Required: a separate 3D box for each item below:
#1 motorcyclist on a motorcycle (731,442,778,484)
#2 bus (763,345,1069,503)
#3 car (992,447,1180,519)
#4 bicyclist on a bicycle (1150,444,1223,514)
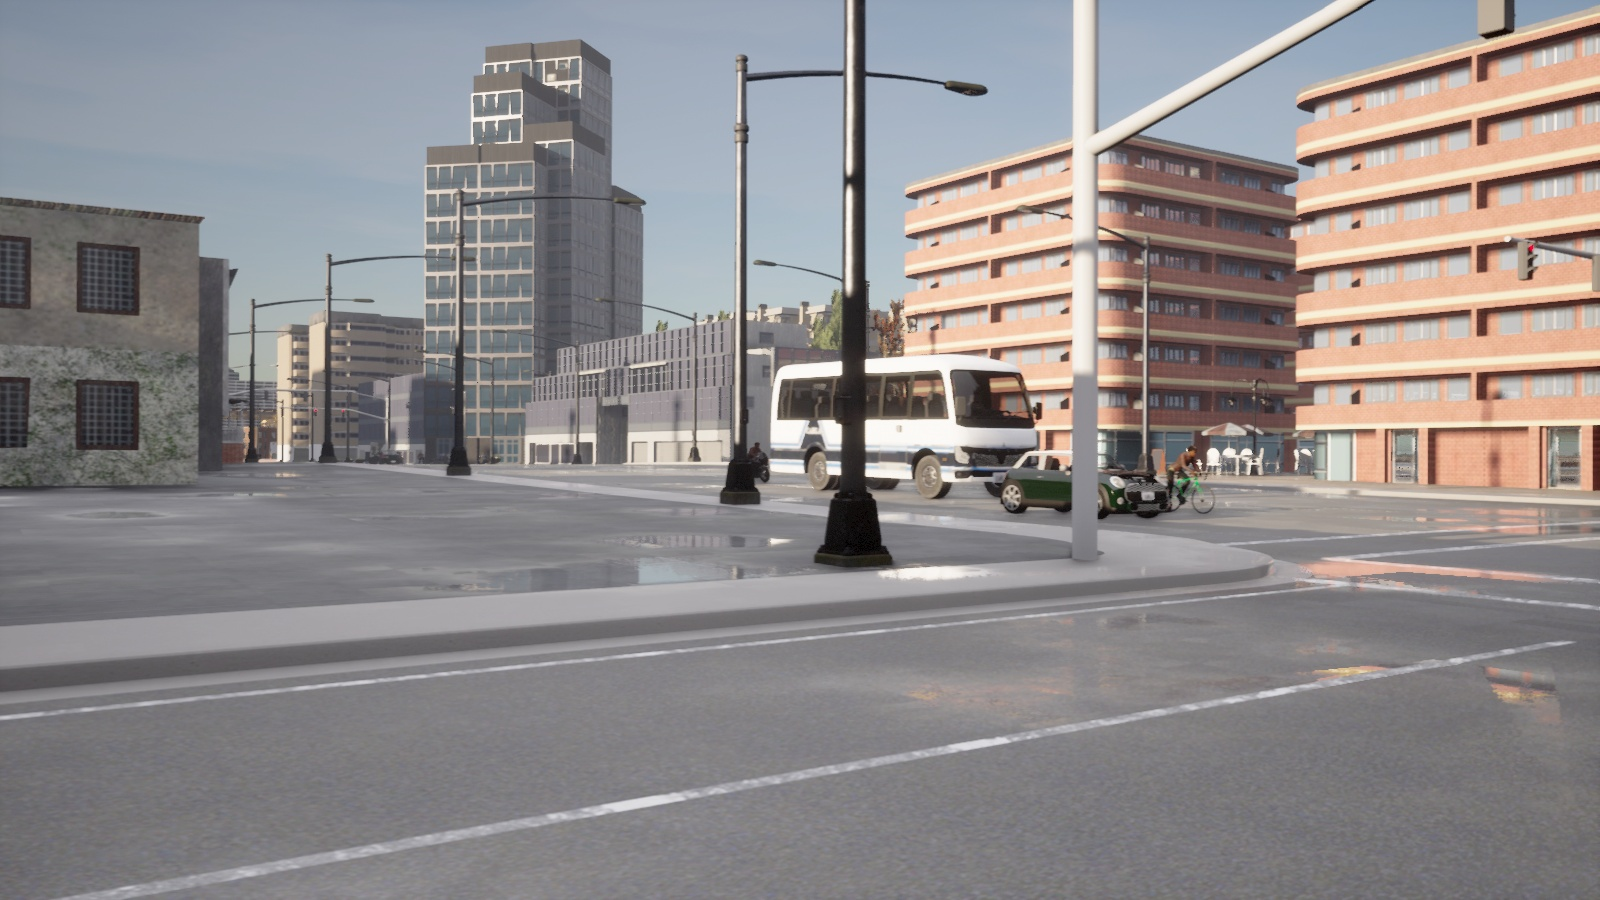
[{"bbox_3d":[-1.697,0.458,46.682,0.797,1.523,2.044,0,1,-34],"label":"motorcyclist on a motorcycle"},{"bbox_3d":[3.236,-0.775,39.289,3.944,4.253,10.273,0,1,-34],"label":"bus"},{"bbox_3d":[6.361,0.686,28.292,1.970,1.475,3.806,0,0,-33],"label":"car"},{"bbox_3d":[9.281,0.675,30.220,0.582,1.620,1.656,0,1,-34],"label":"bicyclist on a bicycle"}]
